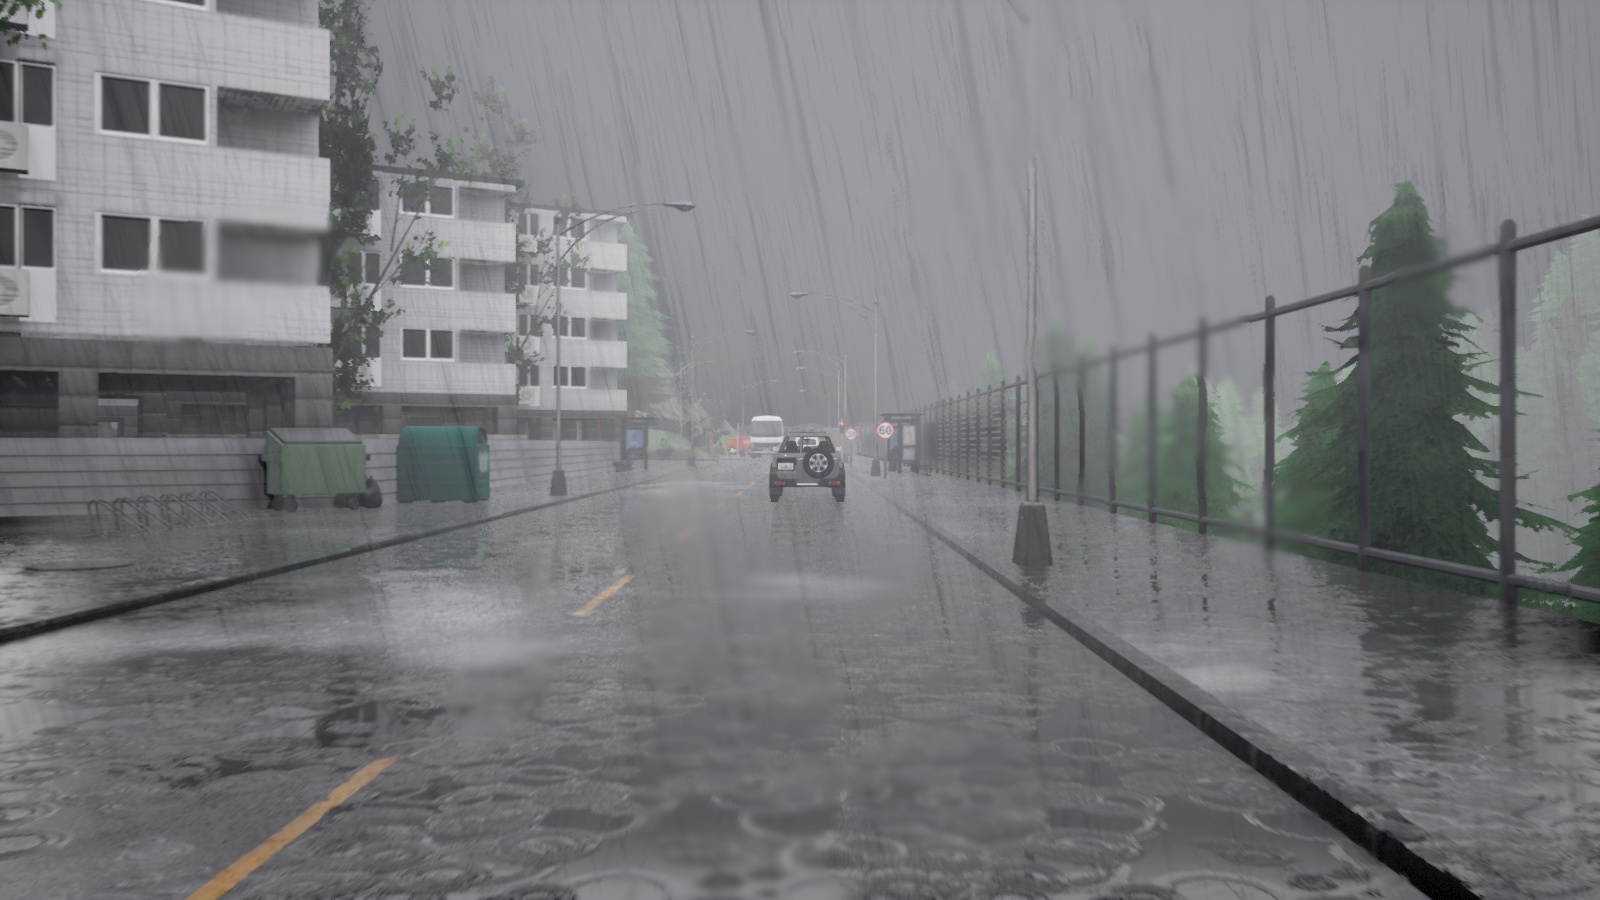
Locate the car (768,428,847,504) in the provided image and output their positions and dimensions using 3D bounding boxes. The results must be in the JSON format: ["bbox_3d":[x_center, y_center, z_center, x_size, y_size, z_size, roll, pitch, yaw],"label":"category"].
[{"bbox_3d":[0.193,0.377,33.120,1.932,1.855,4.605,0,0,0],"label":"car"}]
